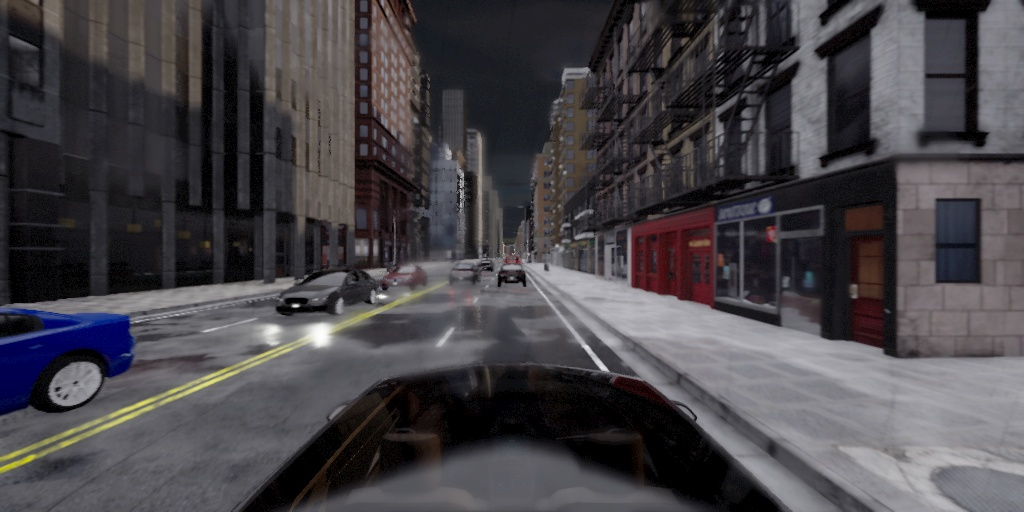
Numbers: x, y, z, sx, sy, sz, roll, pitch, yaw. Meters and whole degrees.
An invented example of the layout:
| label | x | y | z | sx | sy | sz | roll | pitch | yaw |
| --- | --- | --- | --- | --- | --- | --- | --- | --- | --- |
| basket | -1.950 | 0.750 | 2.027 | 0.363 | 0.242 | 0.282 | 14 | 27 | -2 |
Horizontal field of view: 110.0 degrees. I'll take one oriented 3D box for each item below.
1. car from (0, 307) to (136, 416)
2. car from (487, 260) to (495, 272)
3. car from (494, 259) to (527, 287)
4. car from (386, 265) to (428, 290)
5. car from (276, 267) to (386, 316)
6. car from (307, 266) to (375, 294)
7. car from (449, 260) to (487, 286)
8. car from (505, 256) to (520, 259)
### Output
| label | x | y | z | sx | sy | sz | roll | pitch | yaw |
| --- | --- | --- | --- | --- | --- | --- | --- | --- | --- |
| car | -6.597 | 1.228 | 3.231 | 1.882 | 1.535 | 5.008 | 0 | 0 | 0 |
| car | -3.173 | 1.252 | 45.380 | 1.837 | 1.490 | 4.892 | 0 | 1 | 0 |
| car | 0.015 | 1.223 | 24.781 | 1.882 | 1.535 | 5.008 | 0 | 0 | 0 |
| car | -6.505 | 1.273 | 22.300 | 1.812 | 1.442 | 4.674 | 0 | 0 | 0 |
| car | -6.590 | 1.252 | 13.358 | 1.837 | 1.490 | 4.892 | 0 | 0 | 0 |
| car | -9.764 | 1.311 | 20.890 | 1.994 | 1.385 | 4.181 | 0 | 0 | 1 |
| car | -3.230 | 1.239 | 25.364 | 2.128 | 1.511 | 4.902 | 0 | 0 | 0 |
| car | 0.077 | 0.968 | 43.976 | 2.150 | 2.045 | 5.566 | 0 | 0 | 0 |
